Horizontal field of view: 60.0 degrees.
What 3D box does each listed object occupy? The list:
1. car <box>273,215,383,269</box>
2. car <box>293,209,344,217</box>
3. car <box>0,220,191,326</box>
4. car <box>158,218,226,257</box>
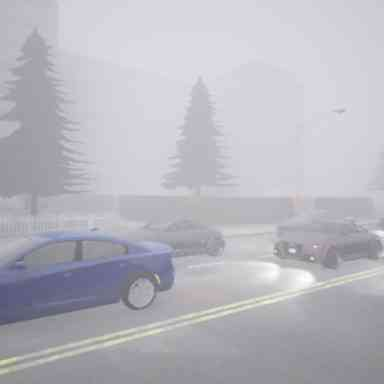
[{"bbox_3d":[4.828,1.704,11.697,4.181,1.385,1.994,1,-1,-35],"label":"car"},{"bbox_3d":[6.463,1.677,17.144,5.008,1.535,1.882,1,-1,-35],"label":"car"},{"bbox_3d":[-2.678,1.496,6.361,5.008,1.535,1.882,1,-1,-35],"label":"car"},{"bbox_3d":[-0.779,1.647,12.012,4.181,1.385,1.994,1,-1,-35],"label":"car"}]
